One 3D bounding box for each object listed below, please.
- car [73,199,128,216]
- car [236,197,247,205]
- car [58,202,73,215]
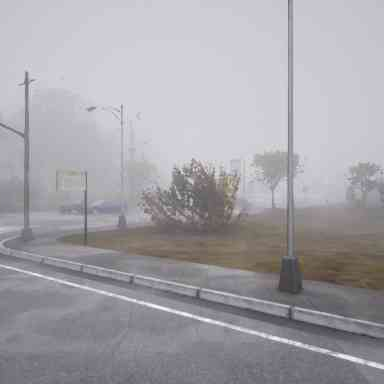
[{"bbox_3d":[-8.556,1.478,32.381,1.882,1.535,5.008,0,0,39],"label":"car"},{"bbox_3d":[6.572,1.421,51.207,1.895,1.301,4.718,0,1,39],"label":"car"},{"bbox_3d":[-11.317,1.478,34.532,1.882,1.535,5.008,0,0,39],"label":"car"}]
